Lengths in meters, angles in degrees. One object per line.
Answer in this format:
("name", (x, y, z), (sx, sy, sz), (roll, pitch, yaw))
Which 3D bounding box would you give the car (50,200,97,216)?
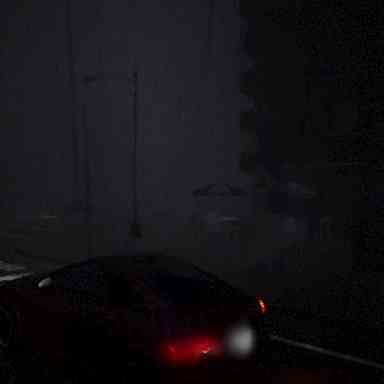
("car", (-11.229, 1.482, 31.730), (1.994, 1.385, 4.181), (0, 0, 36))

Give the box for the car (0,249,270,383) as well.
("car", (-1.065, 1.546, 4.734), (4.181, 1.385, 1.994), (0, 0, 36))
